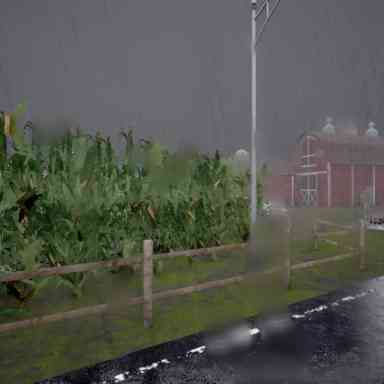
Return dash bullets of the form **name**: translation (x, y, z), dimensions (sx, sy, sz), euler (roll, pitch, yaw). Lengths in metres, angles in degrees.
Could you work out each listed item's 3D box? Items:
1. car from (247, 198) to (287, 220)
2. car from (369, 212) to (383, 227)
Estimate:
- **car**: translation (6.764, 1.573, 32.821), dimensions (2.150, 2.045, 5.566), euler (1, -2, -29)
- **car**: translation (13.977, 1.663, 20.689), dimensions (2.033, 1.411, 5.357), euler (1, -1, -32)
